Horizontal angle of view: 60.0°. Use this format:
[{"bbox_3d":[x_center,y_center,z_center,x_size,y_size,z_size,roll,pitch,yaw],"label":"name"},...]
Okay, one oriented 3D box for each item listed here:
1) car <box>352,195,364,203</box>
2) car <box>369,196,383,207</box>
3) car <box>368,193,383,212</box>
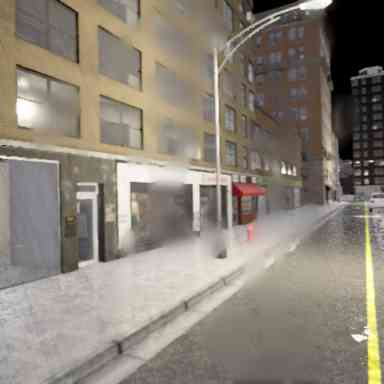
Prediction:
[{"bbox_3d":[33.485,1.415,67.182,1.837,1.490,4.892,-2,-1,27],"label":"car"},{"bbox_3d":[27.515,1.390,49.744,1.812,1.442,4.674,-2,-1,27],"label":"car"},{"bbox_3d":[20.847,1.109,36.862,2.150,2.045,5.566,-2,0,28],"label":"car"}]
